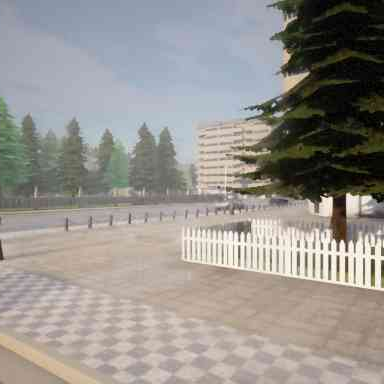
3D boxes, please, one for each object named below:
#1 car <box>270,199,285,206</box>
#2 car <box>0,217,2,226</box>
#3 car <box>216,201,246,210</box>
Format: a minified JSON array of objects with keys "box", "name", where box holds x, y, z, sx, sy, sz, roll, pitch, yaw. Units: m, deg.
[{"box":[14.622,1.478,55.449,1.882,1.535,5.008,0,-1,36],"name":"car"},{"box":[-12.917,1.222,17.018,2.150,2.045,5.566,0,0,36],"name":"car"},{"box":[4.985,1.600,41.985,1.895,1.301,4.718,0,0,36],"name":"car"}]
